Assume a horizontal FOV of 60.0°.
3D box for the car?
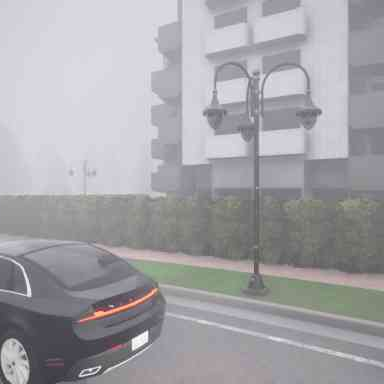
[{"bbox_3d":[-2.698,1.505,5.158,4.892,1.490,1.837,0,0,31],"label":"car"}]
